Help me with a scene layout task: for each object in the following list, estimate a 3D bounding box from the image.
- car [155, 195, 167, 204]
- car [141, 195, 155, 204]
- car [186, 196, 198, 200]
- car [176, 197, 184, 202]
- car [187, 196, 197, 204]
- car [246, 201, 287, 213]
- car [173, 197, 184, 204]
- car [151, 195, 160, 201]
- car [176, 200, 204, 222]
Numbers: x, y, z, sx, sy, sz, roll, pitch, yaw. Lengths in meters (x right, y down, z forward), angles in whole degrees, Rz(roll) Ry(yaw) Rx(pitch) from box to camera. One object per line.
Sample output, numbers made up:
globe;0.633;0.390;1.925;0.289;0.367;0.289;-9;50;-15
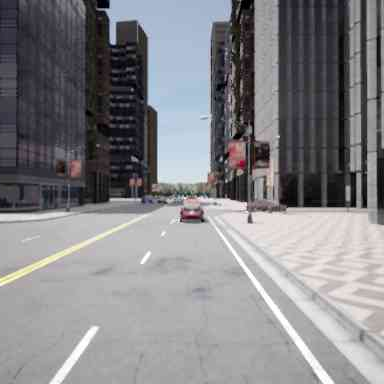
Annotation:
car;-6.507;1.871;72.877;1.882;1.535;5.008;0;0;0
car;-9.757;1.618;72.849;2.150;2.045;5.566;0;0;0
car;0.081;1.688;58.709;2.097;1.767;4.553;0;0;0
car;-3.259;2.063;91.565;1.895;1.301;4.718;0;0;0
car;-0.008;1.764;76.552;2.097;1.767;4.553;0;0;0
car;8.610;1.765;38.593;4.674;1.442;1.812;0;-1;-4
car;-3.258;2.004;76.611;1.895;1.301;4.718;0;0;0
car;-9.759;1.547;88.489;1.882;1.535;5.008;0;0;0
car;-0.001;1.687;28.484;2.163;1.488;4.792;0;0;0
